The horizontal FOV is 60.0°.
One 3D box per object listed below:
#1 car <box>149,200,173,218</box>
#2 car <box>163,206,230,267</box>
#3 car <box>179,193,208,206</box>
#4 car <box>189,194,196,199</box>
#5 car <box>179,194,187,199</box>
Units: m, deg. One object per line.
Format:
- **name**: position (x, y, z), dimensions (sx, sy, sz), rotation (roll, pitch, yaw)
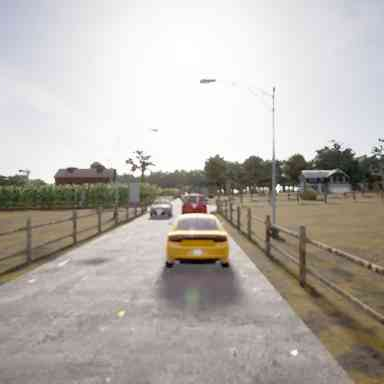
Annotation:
- **car**: position (-2.704, 1.481, 30.203), dimensions (2.128, 1.511, 4.902), rotation (0, 0, 1)
- **car**: position (0.162, 1.484, 11.533), dimensions (1.882, 1.535, 5.008), rotation (0, 0, 0)
- **car**: position (0.196, 1.216, 29.027), dimensions (2.150, 2.045, 5.566), rotation (0, 0, 0)
- **car**: position (0.227, 1.227, 90.347), dimensions (1.837, 1.490, 4.892), rotation (0, 0, 0)
- **car**: position (-2.513, 1.372, 94.750), dimensions (1.994, 1.385, 4.181), rotation (0, 0, 0)
